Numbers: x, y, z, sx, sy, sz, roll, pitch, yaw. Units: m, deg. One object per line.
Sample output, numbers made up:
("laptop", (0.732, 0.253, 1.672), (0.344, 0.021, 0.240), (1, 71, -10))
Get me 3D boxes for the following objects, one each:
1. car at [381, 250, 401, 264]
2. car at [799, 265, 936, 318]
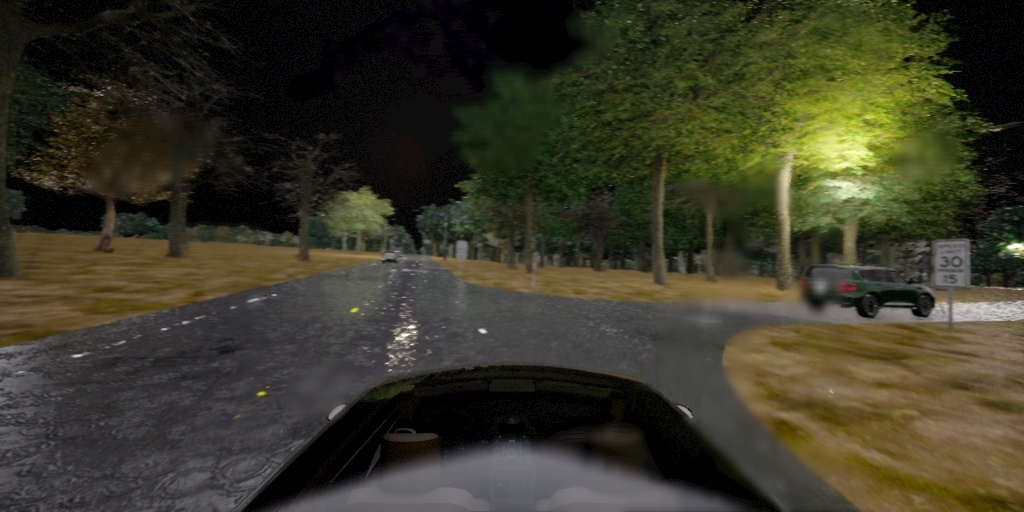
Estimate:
("car", (-16.315, 0.309, 48.045), (1.837, 1.490, 4.892), (3, 0, -14))
("car", (15.126, 1.472, 15.348), (5.566, 2.045, 2.150), (2, -2, -16))
